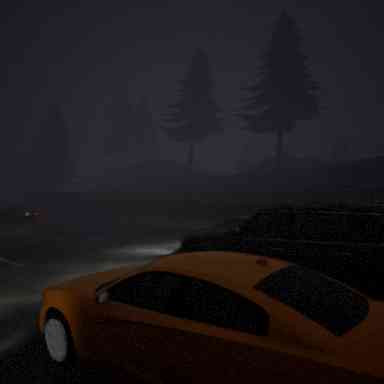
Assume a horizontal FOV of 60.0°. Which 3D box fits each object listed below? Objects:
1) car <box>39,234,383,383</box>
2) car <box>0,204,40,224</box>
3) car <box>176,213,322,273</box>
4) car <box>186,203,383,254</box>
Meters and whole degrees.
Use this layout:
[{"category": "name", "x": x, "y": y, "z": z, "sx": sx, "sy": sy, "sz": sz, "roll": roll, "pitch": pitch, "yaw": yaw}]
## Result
[{"category": "car", "x": 0.090, "y": 1.491, "z": 4.063, "sx": 5.008, "sy": 1.535, "sz": 1.882, "roll": 0, "pitch": 0, "yaw": 37}, {"category": "car", "x": -13.440, "y": 1.643, "z": 25.555, "sx": 2.033, "sy": 1.411, "sz": 5.357, "roll": 0, "pitch": 0, "yaw": -43}, {"category": "car", "x": 1.819, "y": 1.563, "z": 11.553, "sx": 4.674, "sy": 1.442, "sz": 1.812, "roll": 0, "pitch": 0, "yaw": 38}, {"category": "car", "x": 2.207, "y": 1.243, "z": 6.826, "sx": 5.566, "sy": 2.045, "sz": 2.150, "roll": 0, "pitch": 0, "yaw": 37}]
